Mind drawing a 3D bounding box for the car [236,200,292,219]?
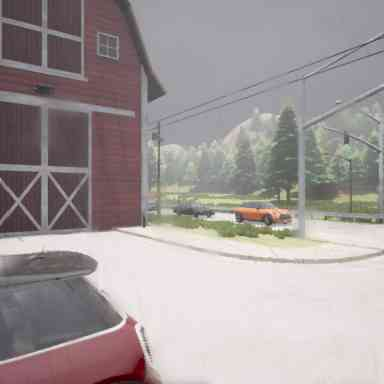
[{"bbox_3d":[5.438,1.525,25.599,2.097,1.767,4.553,0,0,-34],"label":"car"}]

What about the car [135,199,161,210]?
[{"bbox_3d":[-6.605,1.849,49.579,1.812,1.442,4.674,0,0,-34],"label":"car"}]

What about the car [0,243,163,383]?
[{"bbox_3d":[-2.507,1.362,2.210,4.553,1.767,2.097,0,0,-35],"label":"car"}]

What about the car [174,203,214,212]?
[{"bbox_3d":[0.061,1.771,33.457,2.033,1.411,5.357,0,0,-34],"label":"car"}]

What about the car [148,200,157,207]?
[{"bbox_3d":[-5.559,1.841,41.674,1.994,1.385,4.181,0,0,-35],"label":"car"}]
